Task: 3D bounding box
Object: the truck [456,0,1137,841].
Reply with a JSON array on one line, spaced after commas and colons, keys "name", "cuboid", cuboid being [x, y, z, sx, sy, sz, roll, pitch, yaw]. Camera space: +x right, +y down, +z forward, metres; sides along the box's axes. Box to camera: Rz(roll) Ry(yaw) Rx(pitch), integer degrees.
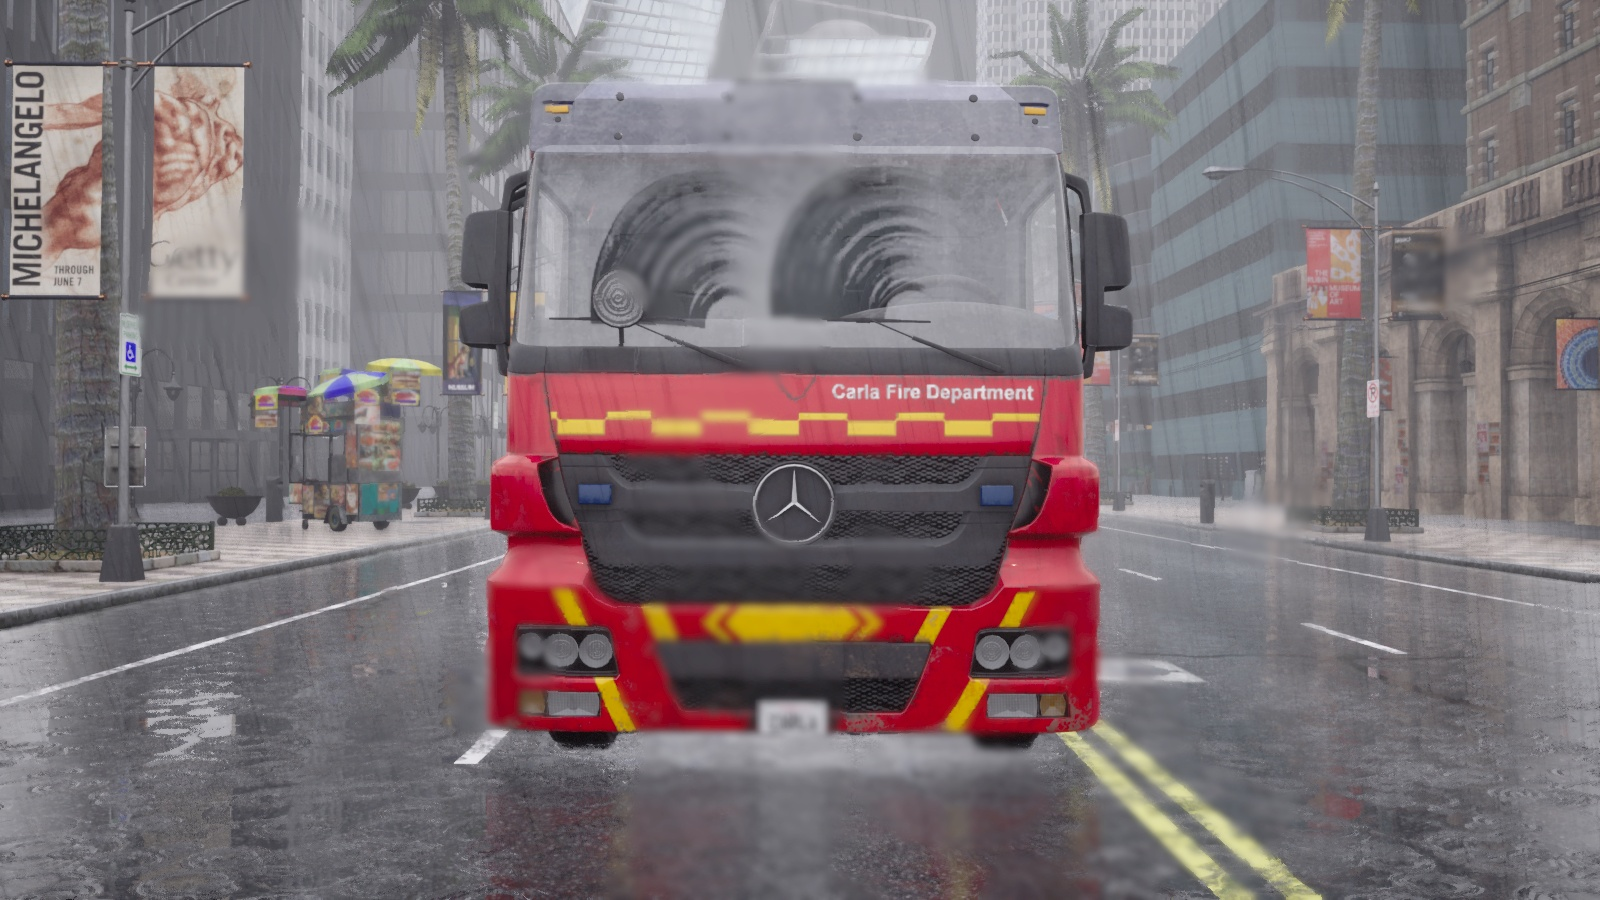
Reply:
[{"name": "truck", "cuboid": [-0.025, -0.189, 9.594, 2.891, 3.827, 8.468, 0, -1, 0]}]
